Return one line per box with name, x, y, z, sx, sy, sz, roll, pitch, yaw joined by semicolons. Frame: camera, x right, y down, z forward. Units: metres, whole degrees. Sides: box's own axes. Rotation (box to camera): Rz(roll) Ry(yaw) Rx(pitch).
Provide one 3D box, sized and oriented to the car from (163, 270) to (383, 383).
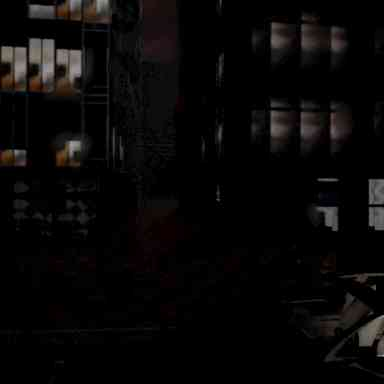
car;1.902;1.578;3.473;4.403;1.369;2.008;1;-1;-7
